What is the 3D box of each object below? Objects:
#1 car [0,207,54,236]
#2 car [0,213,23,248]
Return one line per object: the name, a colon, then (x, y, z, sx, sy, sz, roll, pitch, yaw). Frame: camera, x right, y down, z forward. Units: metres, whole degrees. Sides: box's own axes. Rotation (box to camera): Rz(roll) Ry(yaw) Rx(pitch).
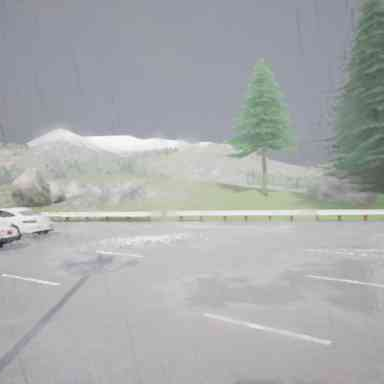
car: (-8.996, 1.485, 16.354, 4.674, 1.442, 1.812, -1, 0, 21)
car: (-9.147, 1.603, 12.743, 4.718, 1.301, 1.895, -1, 1, 22)
